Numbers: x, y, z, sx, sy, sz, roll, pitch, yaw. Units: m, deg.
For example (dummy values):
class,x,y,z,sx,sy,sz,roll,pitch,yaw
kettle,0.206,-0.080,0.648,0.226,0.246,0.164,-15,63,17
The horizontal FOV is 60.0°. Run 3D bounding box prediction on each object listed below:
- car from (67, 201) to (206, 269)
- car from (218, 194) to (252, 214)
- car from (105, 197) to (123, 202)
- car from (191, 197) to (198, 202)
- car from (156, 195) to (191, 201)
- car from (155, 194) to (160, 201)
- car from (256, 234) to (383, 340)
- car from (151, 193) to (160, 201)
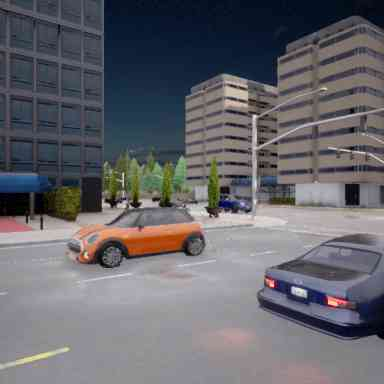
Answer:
class,x,y,z,sx,sy,sz,roll,pitch,yaw
car,-1.790,1.352,11.327,4.553,1.767,2.097,0,0,-36
car,4.127,1.221,36.292,2.150,2.045,5.566,0,0,-35
car,-15.024,1.547,63.741,2.033,1.411,5.357,0,0,-35
car,-0.732,1.564,61.828,1.994,1.385,4.181,0,0,-34
car,-2.568,1.504,45.831,1.837,1.490,4.892,0,0,-35
car,-3.287,1.491,52.957,2.128,1.511,4.902,0,0,-35
car,3.659,1.547,6.438,5.357,1.411,2.033,0,0,-35
car,-6.459,1.223,69.951,2.150,2.045,5.566,0,0,-35
